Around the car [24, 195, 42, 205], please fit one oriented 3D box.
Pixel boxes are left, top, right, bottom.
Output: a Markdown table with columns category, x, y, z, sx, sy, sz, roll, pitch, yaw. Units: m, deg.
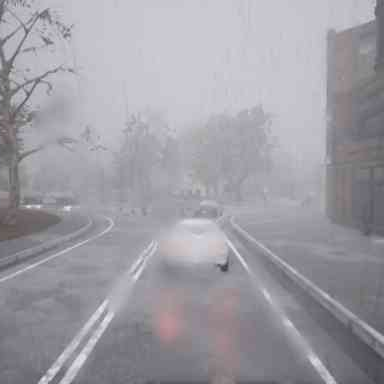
| category | x | y | z | sx | sy | sz | roll | pitch | yaw |
| --- | --- | --- | --- | --- | --- | --- | --- | --- | --- |
| car | -22.707 | 1.096 | 47.447 | 1.994 | 1.385 | 4.181 | -1 | 2 | -32 |

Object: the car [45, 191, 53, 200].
| category | x | y | z | sx | sy | sz | roll | pitch | yaw |
| --- | --- | --- | --- | --- | --- | --- | --- | --- | --- |
| car | -26.234 | 0.515 | 64.037 | 2.097 | 1.767 | 4.553 | 0 | 1 | 7 |

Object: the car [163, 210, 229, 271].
| category | x | y | z | sx | sy | sz | roll | pitch | yaw |
| --- | --- | --- | --- | --- | --- | --- | --- | --- | --- |
| car | 0.126 | 1.531 | 10.767 | 1.812 | 1.442 | 4.674 | 0 | 0 | 0 |

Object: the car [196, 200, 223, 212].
| category | x | y | z | sx | sy | sz | roll | pitch | yaw |
| --- | --- | --- | --- | --- | --- | --- | --- | --- | --- |
| car | 1.600 | 1.414 | 29.543 | 1.812 | 1.442 | 4.674 | 0 | 1 | 14 |

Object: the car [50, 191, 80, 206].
| category | x | y | z | sx | sy | sz | roll | pitch | yaw |
| --- | --- | --- | --- | --- | --- | --- | --- | --- | --- |
| car | -17.347 | 1.067 | 46.042 | 4.892 | 1.490 | 1.837 | 1 | 2 | 45 |
